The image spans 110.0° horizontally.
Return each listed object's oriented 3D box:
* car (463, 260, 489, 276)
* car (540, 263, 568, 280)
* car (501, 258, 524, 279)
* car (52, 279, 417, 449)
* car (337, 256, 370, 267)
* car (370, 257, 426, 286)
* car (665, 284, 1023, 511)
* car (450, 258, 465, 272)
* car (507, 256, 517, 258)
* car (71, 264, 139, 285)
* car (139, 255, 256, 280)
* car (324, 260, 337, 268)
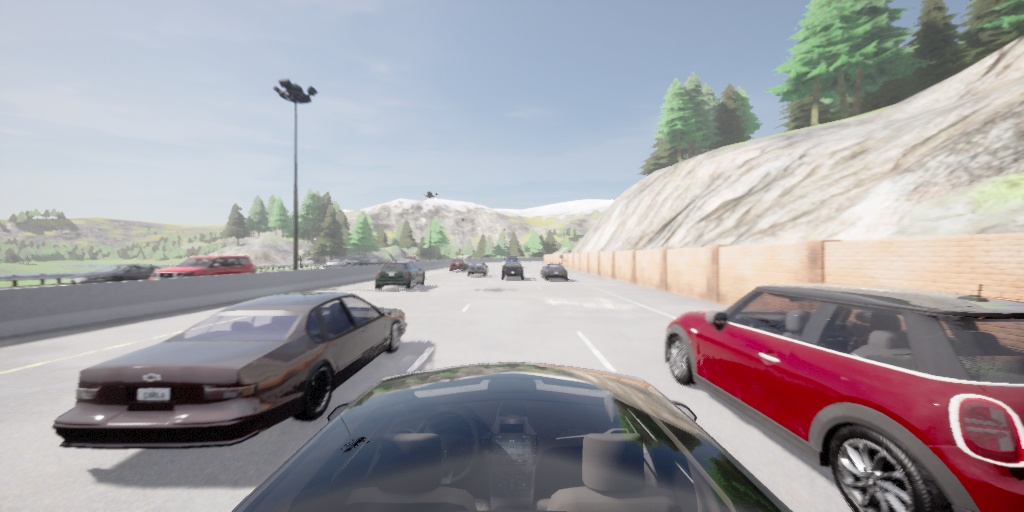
[{"bbox_3d":[-3.475,1.301,37.173,2.033,1.411,5.357,0,0,0],"label":"car"},{"bbox_3d":[3.564,1.312,30.744,1.994,1.385,4.181,0,0,0],"label":"car"},{"bbox_3d":[0.060,1.228,32.540,1.882,1.535,5.008,0,0,0],"label":"car"},{"bbox_3d":[-3.279,1.300,5.759,2.033,1.411,5.357,0,0,-1],"label":"car"},{"bbox_3d":[-21.100,0.980,48.936,2.150,2.045,5.566,0,0,0],"label":"car"},{"bbox_3d":[-6.921,1.107,22.716,2.097,1.767,4.553,0,0,0],"label":"car"},{"bbox_3d":[3.615,1.099,4.192,2.097,1.767,4.553,0,0,0],"label":"car"},{"bbox_3d":[-6.958,1.108,47.808,2.097,1.767,4.553,0,0,0],"label":"car"},{"bbox_3d":[0.034,0.971,60.712,2.150,2.045,5.566,0,0,0],"label":"car"},{"bbox_3d":[-24.609,1.260,22.832,2.128,1.511,4.902,0,0,0],"label":"car"},{"bbox_3d":[-17.609,0.985,20.889,2.150,2.045,5.566,0,0,0],"label":"car"},{"bbox_3d":[-28.081,1.297,57.356,1.812,1.442,4.674,0,0,0],"label":"car"}]
